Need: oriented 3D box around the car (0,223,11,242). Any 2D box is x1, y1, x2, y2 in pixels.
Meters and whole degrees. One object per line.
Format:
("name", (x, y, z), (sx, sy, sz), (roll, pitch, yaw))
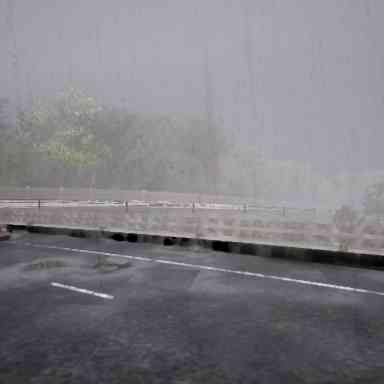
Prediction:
("car", (-9.916, 1.561, 13.817), (5.357, 1.411, 2.033), (0, 0, 27))
